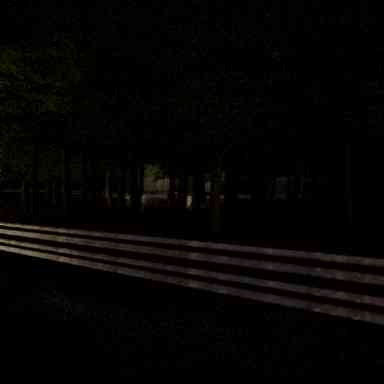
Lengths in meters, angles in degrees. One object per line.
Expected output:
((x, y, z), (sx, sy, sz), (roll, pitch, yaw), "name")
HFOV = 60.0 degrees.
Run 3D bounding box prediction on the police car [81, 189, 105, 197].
((-20.642, 0.159, 69.493), (5.238, 1.638, 1.930), (0, 0, 5), "police car")
